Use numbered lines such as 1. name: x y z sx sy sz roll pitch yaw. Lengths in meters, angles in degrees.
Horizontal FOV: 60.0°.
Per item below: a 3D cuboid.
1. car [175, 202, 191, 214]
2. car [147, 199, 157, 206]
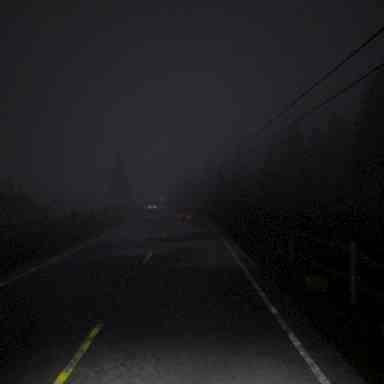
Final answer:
1. car: -1.219 1.957 42.175 2.128 1.511 4.902 0 -1 -5
2. car: -8.902 2.281 73.976 2.128 1.511 4.902 0 -1 -10
